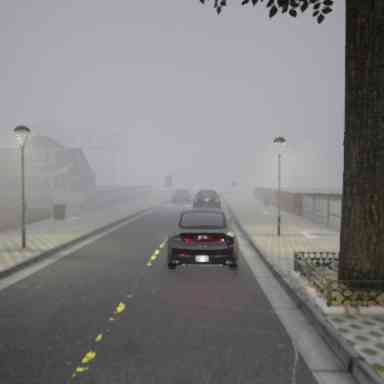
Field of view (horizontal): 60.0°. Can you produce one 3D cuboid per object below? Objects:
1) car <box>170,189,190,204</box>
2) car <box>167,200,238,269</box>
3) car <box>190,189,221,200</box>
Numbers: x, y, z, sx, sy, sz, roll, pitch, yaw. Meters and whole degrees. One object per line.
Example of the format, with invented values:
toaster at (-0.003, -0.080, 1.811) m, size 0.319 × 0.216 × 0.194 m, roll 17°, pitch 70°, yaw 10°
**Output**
car at (-1.111, 0.439, 35.334) m, size 1.837 × 1.490 × 4.892 m, roll 0°, pitch 1°, yaw 4°
car at (0.333, 1.235, 10.177) m, size 1.837 × 1.490 × 4.892 m, roll 0°, pitch 2°, yaw 2°
car at (1.254, 0.569, 27.009) m, size 2.097 × 1.767 × 4.553 m, roll 0°, pitch 2°, yaw 4°
